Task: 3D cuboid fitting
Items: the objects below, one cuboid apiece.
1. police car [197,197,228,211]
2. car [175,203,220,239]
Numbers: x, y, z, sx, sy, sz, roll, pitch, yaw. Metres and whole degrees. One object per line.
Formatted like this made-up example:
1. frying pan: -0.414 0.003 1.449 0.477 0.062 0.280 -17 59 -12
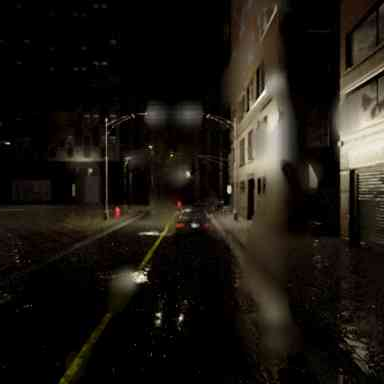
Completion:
1. police car: 2.308 1.343 36.257 1.930 1.638 5.238 -1 0 32
2. car: 0.096 1.507 16.983 2.033 1.411 5.357 0 0 0
